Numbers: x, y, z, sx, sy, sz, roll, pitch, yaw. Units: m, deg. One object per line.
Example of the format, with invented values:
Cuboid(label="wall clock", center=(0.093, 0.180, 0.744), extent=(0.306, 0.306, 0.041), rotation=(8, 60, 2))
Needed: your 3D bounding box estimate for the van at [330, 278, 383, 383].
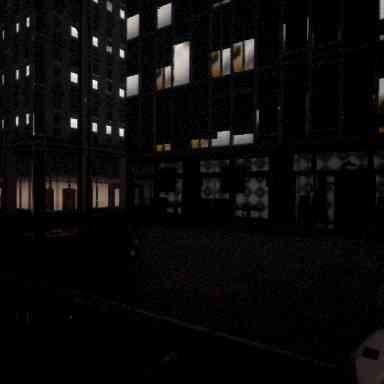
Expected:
Cuboid(label="van", center=(2.512, 1.338, 1.071), extent=(3.998, 1.788, 1.690), rotation=(0, 1, 36))
